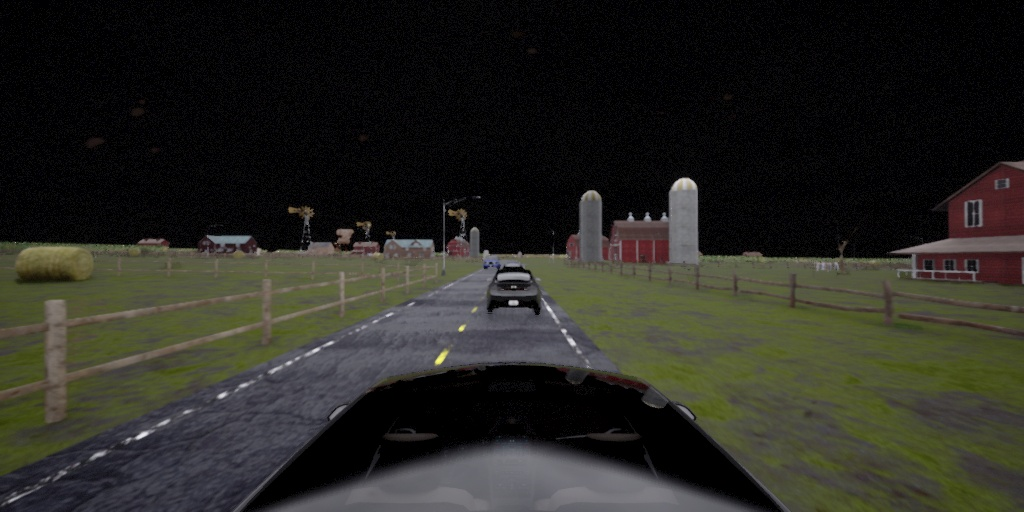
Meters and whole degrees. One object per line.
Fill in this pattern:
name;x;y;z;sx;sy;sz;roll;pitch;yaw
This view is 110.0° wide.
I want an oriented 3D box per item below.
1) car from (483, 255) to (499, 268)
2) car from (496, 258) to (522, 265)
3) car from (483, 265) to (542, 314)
car;-2.825;0.886;50.432;2.150;2.045;5.566;0;0;0
car;0.072;1.193;29.107;2.128;1.511;4.902;0;0;0
car;0.068;1.232;13.677;1.837;1.490;4.892;0;0;0
